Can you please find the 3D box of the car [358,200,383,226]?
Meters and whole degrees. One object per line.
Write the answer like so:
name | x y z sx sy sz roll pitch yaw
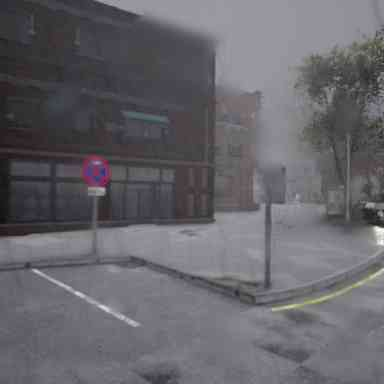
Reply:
car | 14.323 1.504 24.813 2.097 1.767 4.553 1 1 13

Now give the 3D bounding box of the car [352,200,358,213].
car | 18.559 1.553 36.865 1.994 1.385 4.181 1 1 1
